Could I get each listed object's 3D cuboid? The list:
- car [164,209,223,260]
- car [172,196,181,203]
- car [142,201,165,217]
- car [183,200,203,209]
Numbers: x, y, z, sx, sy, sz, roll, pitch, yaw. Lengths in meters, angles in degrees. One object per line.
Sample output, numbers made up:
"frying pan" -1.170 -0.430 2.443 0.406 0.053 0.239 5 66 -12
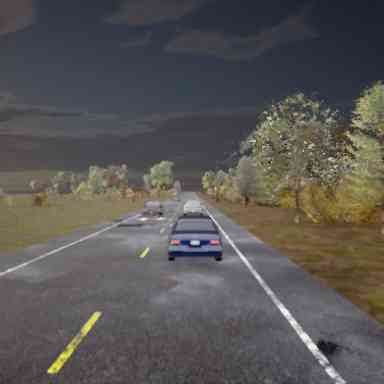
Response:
"car" 0.098 1.568 12.443 2.033 1.411 5.357 0 0 0
"car" -3.483 1.545 73.647 2.128 1.511 4.902 0 0 0
"car" -3.588 1.568 31.557 1.812 1.442 4.674 0 0 0
"car" 0.094 1.570 33.496 1.812 1.442 4.674 0 0 0
